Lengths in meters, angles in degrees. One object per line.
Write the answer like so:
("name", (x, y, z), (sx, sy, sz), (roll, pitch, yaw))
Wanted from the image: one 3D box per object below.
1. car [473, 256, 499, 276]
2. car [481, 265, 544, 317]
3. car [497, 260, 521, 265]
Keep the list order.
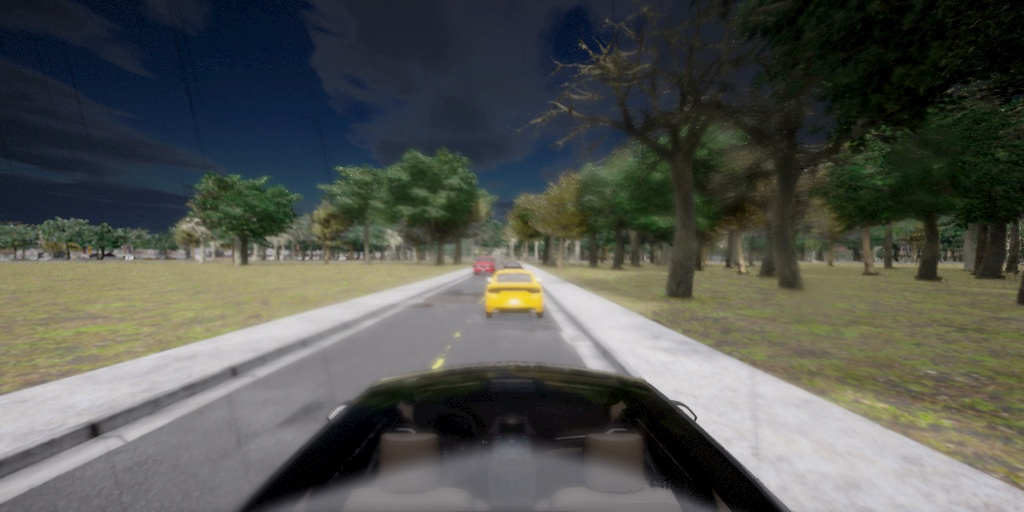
("car", (-2.836, 1.046, 38.539), (2.150, 2.045, 5.566), (0, 0, 0))
("car", (0.093, 1.251, 13.300), (1.882, 1.535, 5.008), (0, 0, 0))
("car", (0.101, 1.300, 30.423), (2.128, 1.511, 4.902), (0, 0, 0))
